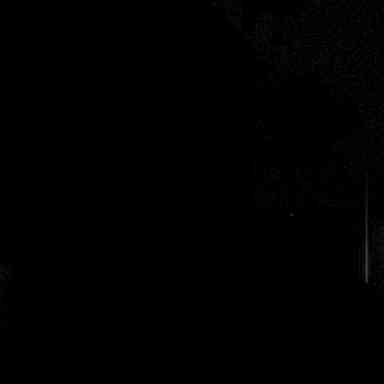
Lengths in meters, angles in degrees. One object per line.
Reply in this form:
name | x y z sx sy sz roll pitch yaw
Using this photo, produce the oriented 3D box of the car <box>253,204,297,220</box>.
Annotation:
car | 7.656 1.850 31.029 1.994 1.385 4.181 0 -1 -35
